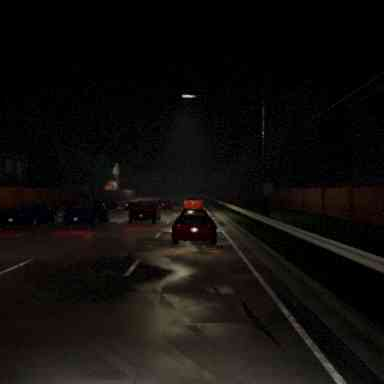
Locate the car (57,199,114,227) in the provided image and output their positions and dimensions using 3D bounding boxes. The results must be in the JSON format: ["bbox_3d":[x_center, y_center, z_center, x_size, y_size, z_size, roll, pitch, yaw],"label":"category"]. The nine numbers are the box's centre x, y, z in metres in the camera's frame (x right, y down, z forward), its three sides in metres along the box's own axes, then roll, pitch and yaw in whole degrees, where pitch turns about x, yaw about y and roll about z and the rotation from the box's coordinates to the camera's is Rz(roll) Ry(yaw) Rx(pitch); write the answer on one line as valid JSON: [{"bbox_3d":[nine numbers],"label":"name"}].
[{"bbox_3d":[-6.896,1.439,22.178,1.882,1.535,5.008,0,0,0],"label":"car"}]

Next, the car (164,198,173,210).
[{"bbox_3d":[-3.453,1.491,41.940,1.994,1.385,4.181,0,0,1],"label":"car"}]

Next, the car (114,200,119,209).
[{"bbox_3d":[-10.462,1.493,41.195,1.994,1.385,4.181,0,0,1],"label":"car"}]

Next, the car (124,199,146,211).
[{"bbox_3d":[-6.964,1.530,41.085,1.895,1.301,4.718,0,0,1],"label":"car"}]

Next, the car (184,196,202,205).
[{"bbox_3d":[0.107,1.283,39.013,2.097,1.767,4.553,0,0,0],"label":"car"}]

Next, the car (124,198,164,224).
[{"bbox_3d":[-3.396,1.435,24.588,1.882,1.535,5.008,0,0,0],"label":"car"}]

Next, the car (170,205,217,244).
[{"bbox_3d":[0.101,1.537,15.783,1.994,1.385,4.181,0,0,0],"label":"car"}]

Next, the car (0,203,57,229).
[{"bbox_3d":[-10.395,1.440,21.531,1.882,1.535,5.008,0,0,0],"label":"car"}]
